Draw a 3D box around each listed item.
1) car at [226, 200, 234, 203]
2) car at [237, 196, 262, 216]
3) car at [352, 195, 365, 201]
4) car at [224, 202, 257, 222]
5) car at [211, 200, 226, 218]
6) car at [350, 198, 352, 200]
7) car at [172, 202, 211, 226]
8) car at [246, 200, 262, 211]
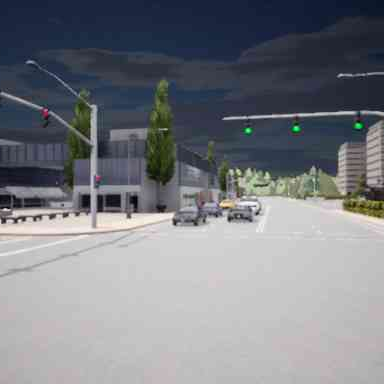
[{"bbox_3d":[4.875,1.850,45.829,1.882,1.535,5.008,0,0,14],"label":"car"},{"bbox_3d":[6.441,1.519,37.526,2.150,2.045,5.566,0,0,14],"label":"car"},{"bbox_3d":[36.350,1.633,69.707,3.866,1.878,1.905,0,0,12],"label":"car"},{"bbox_3d":[4.203,1.792,28.435,1.994,1.385,4.181,0,0,14],"label":"car"},{"bbox_3d":[1.992,1.808,34.098,1.812,1.442,4.674,0,0,14],"label":"car"},{"bbox_3d":[37.021,1.652,72.523,4.605,1.855,1.932,0,0,12],"label":"car"},{"bbox_3d":[-0.102,1.743,25.607,1.812,1.442,4.674,0,0,14],"label":"car"},{"bbox_3d":[8.823,1.936,47.187,1.994,1.385,4.181,0,0,14],"label":"car"}]
